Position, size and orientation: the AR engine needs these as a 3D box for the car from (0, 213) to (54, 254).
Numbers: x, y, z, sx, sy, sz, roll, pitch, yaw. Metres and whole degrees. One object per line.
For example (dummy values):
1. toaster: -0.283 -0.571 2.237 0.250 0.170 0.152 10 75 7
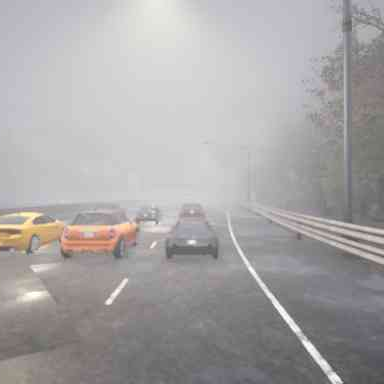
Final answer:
1. car: -6.975 1.631 14.243 1.882 1.535 5.008 0 0 1

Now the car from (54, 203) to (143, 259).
1. car: -3.482 1.495 13.409 2.097 1.767 4.553 0 -1 0

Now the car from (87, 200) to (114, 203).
1. car: -6.990 1.661 28.406 2.097 1.767 4.553 0 -1 1

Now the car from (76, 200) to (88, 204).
1. car: -21.031 2.314 67.381 2.033 1.411 5.357 0 -1 0

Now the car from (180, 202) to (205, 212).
1. car: 0.011 1.662 28.414 2.097 1.767 4.553 0 -1 0

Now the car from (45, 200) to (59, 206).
1. car: -28.031 2.298 67.377 1.812 1.442 4.674 0 -1 0

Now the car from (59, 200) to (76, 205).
1. car: -24.531 2.298 67.379 1.812 1.442 4.674 0 -1 0

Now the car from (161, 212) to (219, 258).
1. car: 0.018 1.709 13.407 1.994 1.385 4.181 0 -1 0

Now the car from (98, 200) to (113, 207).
1. car: -17.531 2.326 67.382 1.994 1.385 4.181 0 -1 0

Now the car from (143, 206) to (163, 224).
1. car: -3.502 1.848 27.514 2.033 1.411 5.357 0 -1 0
